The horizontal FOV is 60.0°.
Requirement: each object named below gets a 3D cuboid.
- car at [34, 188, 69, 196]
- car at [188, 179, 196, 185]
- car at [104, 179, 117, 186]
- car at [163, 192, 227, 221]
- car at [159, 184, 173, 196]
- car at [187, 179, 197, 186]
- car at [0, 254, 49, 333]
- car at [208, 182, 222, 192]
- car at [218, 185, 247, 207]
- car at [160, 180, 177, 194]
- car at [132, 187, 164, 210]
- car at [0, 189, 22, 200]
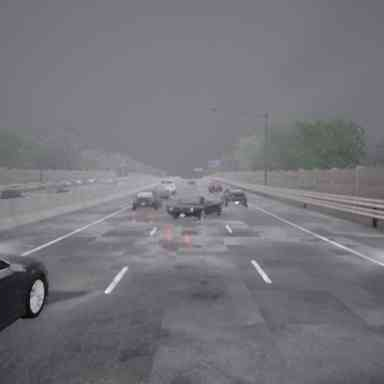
[{"bbox_3d":[-14.089,0.270,33.630,2.033,1.411,5.357,0,3,0],"label":"car"},{"bbox_3d":[0.019,-2.719,87.039,2.128,1.511,4.902,0,3,0],"label":"car"},{"bbox_3d":[-17.485,-2.036,71.871,1.812,1.442,4.674,0,3,0],"label":"car"},{"bbox_3d":[0.331,0.918,20.416,1.895,1.301,4.718,1,3,24],"label":"car"},{"bbox_3d":[-3.492,0.121,37.084,1.994,1.385,4.181,0,3,0],"label":"car"},{"bbox_3d":[0.016,-2.145,76.919,1.837,1.490,4.892,0,3,0],"label":"car"},{"bbox_3d":[-3.499,1.404,4.112,1.837,1.490,4.892,0,2,0],"label":"car"},{"bbox_3d":[3.610,-0.833,51.666,2.097,1.767,4.553,0,3,0],"label":"car"},{"bbox_3d":[3.606,0.448,28.984,1.837,1.490,4.892,0,3,0],"label":"car"},{"bbox_3d":[-3.490,-0.777,48.088,2.150,2.045,5.566,0,3,0],"label":"car"},{"bbox_3d":[-3.494,0.594,26.091,1.812,1.442,4.674,0,3,0],"label":"car"},{"bbox_3d":[-17.589,0.424,30.327,2.033,1.411,5.357,0,3,0],"label":"car"}]
